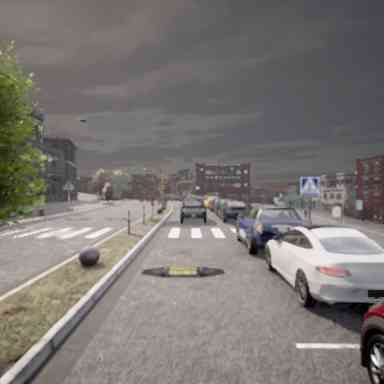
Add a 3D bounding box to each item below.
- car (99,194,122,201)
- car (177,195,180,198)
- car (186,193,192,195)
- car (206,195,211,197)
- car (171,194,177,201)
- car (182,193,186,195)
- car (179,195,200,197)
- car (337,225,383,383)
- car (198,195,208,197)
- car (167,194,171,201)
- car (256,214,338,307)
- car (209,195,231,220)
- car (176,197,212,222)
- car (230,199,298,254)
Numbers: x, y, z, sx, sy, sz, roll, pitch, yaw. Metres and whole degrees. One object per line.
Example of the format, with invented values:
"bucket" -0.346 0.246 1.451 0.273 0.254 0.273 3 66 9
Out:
"car" -22.062 1.553 91.468 5.566 2.045 2.435 0 -1 -15
"car" -1.234 1.146 73.942 2.435 2.045 5.566 0 0 -10
"car" 0.543 1.329 62.836 2.231 1.521 4.892 0 0 -7
"car" 2.884 1.351 35.205 2.002 1.452 4.674 0 0 -1
"car" -3.455 1.596 84.757 2.002 1.452 4.674 0 -1 -12
"car" -0.297 1.226 68.409 2.185 1.767 4.553 0 0 -9
"car" -0.392 1.435 41.993 1.895 1.301 4.718 0 0 -3
"car" 2.998 1.340 2.027 2.185 1.767 4.553 0 0 0
"car" 2.306 1.191 46.262 2.185 1.767 4.553 0 0 -4
"car" -4.724 1.709 90.151 2.002 1.452 4.674 0 -1 -14
"car" 2.999 1.471 7.704 2.002 1.452 4.674 0 0 0
"car" 2.996 1.313 29.658 2.231 1.521 4.892 0 0 0
"car" 0.102 1.341 24.475 2.128 1.511 4.902 0 0 0
"car" 3.001 1.271 13.196 2.185 1.767 4.553 0 0 0
